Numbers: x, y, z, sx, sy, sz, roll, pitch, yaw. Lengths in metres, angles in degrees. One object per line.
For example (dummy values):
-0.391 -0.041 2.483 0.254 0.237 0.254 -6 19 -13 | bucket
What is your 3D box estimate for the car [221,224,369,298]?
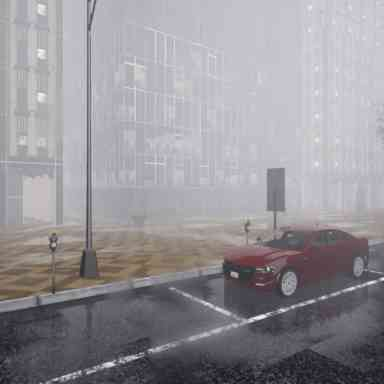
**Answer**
2.752 1.545 8.502 4.507 1.381 1.887 0 0 -35 | car
